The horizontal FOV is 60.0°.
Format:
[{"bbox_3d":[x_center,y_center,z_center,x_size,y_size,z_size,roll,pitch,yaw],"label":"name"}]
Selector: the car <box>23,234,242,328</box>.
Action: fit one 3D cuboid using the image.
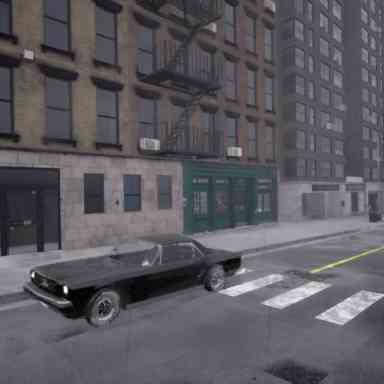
[{"bbox_3d":[-1.014,1.682,7.381,4.718,1.301,1.895,1,-1,-45],"label":"car"}]
